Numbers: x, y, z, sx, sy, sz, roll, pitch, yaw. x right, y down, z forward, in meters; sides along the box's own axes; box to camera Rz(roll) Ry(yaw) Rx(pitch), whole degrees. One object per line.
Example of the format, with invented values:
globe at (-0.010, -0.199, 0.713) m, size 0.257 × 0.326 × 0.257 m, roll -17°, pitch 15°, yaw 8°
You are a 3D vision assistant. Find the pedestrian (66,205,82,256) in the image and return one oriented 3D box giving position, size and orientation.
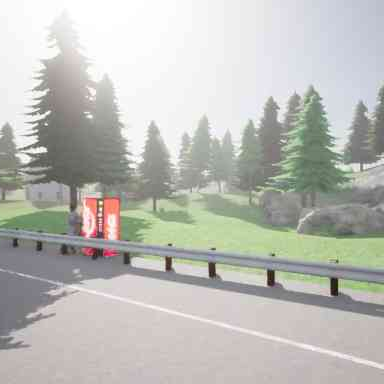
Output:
pedestrian at (-4.206, 1.294, 11.939) m, size 0.375 × 1.860 × 0.375 m, roll 0°, pitch 0°, yaw 32°

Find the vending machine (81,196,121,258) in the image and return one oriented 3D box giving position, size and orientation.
vending machine at (-3.292, 1.195, 12.045) m, size 0.880 × 2.100 × 1.100 m, roll 0°, pitch 0°, yaw 33°
